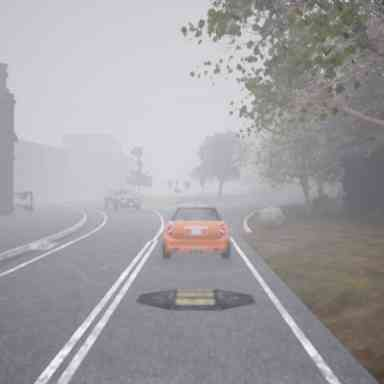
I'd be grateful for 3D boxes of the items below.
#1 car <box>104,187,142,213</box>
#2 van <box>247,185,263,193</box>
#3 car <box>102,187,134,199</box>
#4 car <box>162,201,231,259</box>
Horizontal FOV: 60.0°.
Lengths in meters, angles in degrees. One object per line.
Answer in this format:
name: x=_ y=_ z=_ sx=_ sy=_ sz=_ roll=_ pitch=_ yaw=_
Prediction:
car: x=-6.172 y=0.596 z=29.187 sx=2.150 sy=2.045 sz=5.566 roll=0 pitch=1 yaw=-28
van: x=18.436 y=-0.493 z=93.173 sx=4.442 sy=1.987 sz=1.878 roll=0 pitch=2 yaw=1
car: x=-11.575 y=0.184 z=52.194 sx=2.097 sy=1.767 sz=4.553 roll=0 pitch=0 yaw=38
car: x=0.172 y=1.153 z=11.929 sx=2.097 sy=1.767 sz=4.553 roll=0 pitch=1 yaw=1
